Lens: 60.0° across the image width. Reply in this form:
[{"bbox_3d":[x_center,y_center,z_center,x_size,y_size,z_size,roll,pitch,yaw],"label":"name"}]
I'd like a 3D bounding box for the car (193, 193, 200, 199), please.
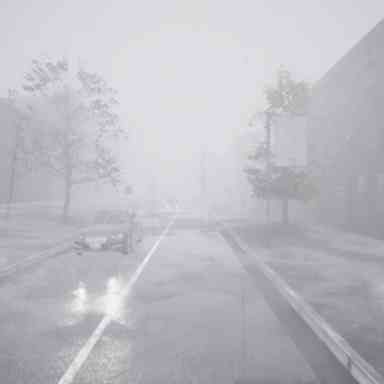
[{"bbox_3d":[1.058,1.016,87.535,1.837,1.490,4.892,0,1,0],"label":"car"}]

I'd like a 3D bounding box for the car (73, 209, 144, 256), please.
[{"bbox_3d":[-3.085,1.451,13.074,2.128,1.511,4.902,0,0,0],"label":"car"}]

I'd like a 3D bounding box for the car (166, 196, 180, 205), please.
[{"bbox_3d":[-3.041,1.367,53.571,1.812,1.442,4.674,0,0,0],"label":"car"}]

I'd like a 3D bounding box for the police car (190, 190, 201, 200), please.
[{"bbox_3d":[1.038,1.084,77.636,1.930,1.638,5.238,0,1,0],"label":"police car"}]
